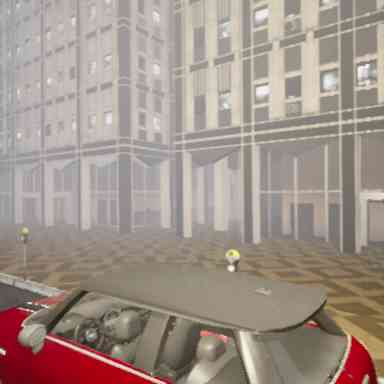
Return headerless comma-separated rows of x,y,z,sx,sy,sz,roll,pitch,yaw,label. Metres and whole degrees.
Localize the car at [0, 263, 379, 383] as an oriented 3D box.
-0.504,1.455,3.238,4.097,1.590,1.967,0,0,36,car
